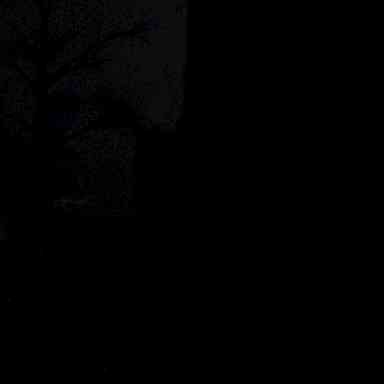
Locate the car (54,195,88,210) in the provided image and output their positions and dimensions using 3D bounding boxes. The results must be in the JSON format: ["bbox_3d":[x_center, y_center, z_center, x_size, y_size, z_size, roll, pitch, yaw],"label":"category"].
[{"bbox_3d":[-17.345,1.489,48.066,2.150,2.045,5.566,1,-1,19],"label":"car"}]
